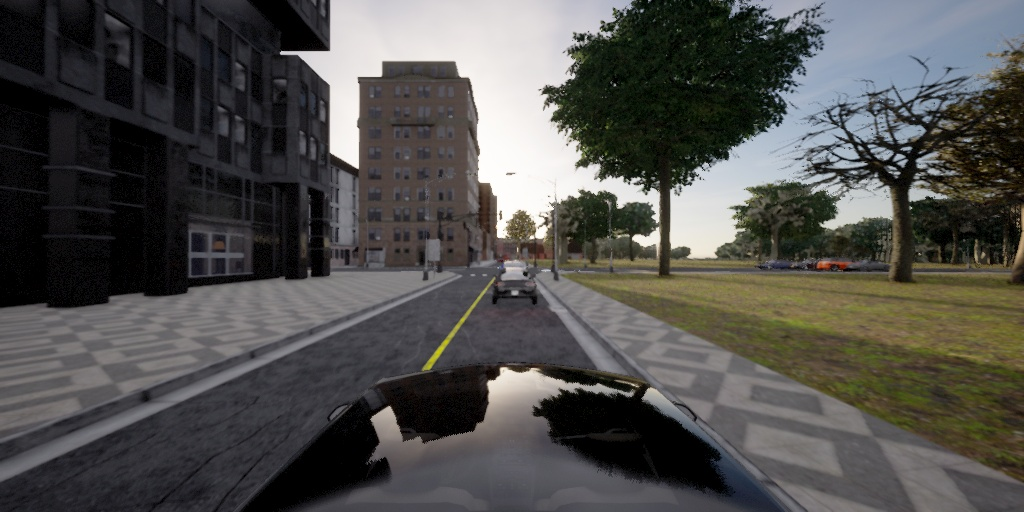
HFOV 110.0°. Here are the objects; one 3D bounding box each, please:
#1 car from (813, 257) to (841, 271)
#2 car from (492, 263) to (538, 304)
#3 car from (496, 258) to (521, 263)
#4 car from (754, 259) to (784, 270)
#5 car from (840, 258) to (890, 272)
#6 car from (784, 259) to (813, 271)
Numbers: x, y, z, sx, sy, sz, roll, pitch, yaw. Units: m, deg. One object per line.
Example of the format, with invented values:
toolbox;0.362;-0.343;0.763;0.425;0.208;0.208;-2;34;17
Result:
car;39.837;0.959;43.346;4.553;1.767;2.097;0;0;0
car;0.101;1.207;15.733;1.812;1.442;4.674;0;0;0
car;0.038;1.118;26.113;1.882;1.535;5.008;0;0;1
car;36.874;1.189;49.910;5.357;1.411;2.033;0;0;1
car;39.939;1.153;40.096;4.181;1.385;1.994;0;0;1
car;38.919;1.131;46.667;4.892;1.490;1.837;0;0;0
